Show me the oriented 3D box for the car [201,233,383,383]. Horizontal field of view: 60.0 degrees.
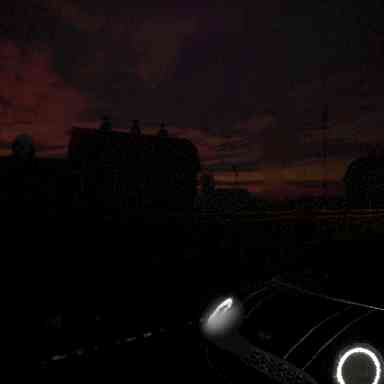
[{"bbox_3d":[2.304,1.407,4.342,4.553,1.767,2.097,1,0,-37],"label":"car"}]
